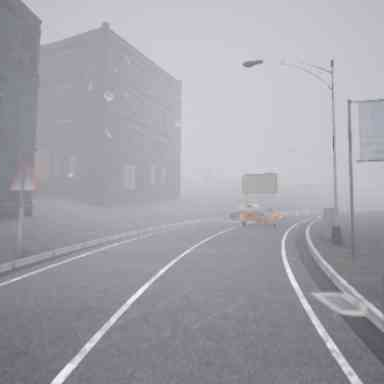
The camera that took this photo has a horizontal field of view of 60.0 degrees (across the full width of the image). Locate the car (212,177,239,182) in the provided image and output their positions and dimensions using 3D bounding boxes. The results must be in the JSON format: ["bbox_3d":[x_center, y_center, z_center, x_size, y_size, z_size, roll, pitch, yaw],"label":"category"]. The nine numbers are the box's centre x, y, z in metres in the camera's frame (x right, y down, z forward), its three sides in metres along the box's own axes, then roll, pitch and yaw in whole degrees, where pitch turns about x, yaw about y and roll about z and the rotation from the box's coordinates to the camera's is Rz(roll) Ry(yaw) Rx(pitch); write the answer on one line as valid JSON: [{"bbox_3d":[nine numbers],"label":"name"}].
[{"bbox_3d":[6.453,-2.309,69.205,4.892,1.521,2.231,2,-5,-21],"label":"car"}]

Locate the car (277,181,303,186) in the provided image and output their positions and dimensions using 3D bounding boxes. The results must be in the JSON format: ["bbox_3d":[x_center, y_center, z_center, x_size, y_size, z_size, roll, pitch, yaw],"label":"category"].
[{"bbox_3d":[21.863,-1.748,75.389,5.008,1.535,2.097,2,-5,-23],"label":"car"}]

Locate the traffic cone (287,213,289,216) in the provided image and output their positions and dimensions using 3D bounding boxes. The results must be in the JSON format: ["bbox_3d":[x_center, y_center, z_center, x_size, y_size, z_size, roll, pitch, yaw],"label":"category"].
[{"bbox_3d":[9.853,2.161,34.631,0.340,0.580,0.340,-2,-2,29],"label":"traffic cone"}]

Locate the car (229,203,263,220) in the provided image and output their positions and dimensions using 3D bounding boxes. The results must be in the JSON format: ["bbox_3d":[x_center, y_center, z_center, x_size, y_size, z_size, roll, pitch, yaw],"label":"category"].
[{"bbox_3d":[4.943,1.700,29.614,1.812,1.442,4.674,-2,-2,31],"label":"car"}]

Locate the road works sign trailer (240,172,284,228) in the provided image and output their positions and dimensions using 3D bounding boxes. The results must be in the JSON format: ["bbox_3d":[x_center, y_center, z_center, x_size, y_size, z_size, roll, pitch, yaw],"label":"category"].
[{"bbox_3d":[4.686,0.497,22.749,2.380,3.560,2.880,-1,-1,24],"label":"road works sign trailer"}]

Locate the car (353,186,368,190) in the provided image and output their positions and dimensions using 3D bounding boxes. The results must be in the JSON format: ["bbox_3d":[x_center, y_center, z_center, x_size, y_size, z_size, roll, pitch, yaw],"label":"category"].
[{"bbox_3d":[41.770,-0.845,85.145,4.892,1.521,2.231,3,-5,-28],"label":"car"}]

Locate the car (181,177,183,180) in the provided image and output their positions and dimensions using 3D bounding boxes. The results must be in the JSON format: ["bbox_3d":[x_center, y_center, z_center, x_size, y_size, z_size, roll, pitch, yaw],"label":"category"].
[{"bbox_3d":[-3.780,-2.737,65.354,4.553,1.767,2.185,2,-5,-21],"label":"car"}]

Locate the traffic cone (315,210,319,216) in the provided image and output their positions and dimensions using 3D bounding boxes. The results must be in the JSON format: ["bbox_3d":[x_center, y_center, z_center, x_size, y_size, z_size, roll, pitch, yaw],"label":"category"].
[{"bbox_3d":[12.468,2.047,33.178,0.340,0.580,0.340,-3,-2,29],"label":"traffic cone"}]

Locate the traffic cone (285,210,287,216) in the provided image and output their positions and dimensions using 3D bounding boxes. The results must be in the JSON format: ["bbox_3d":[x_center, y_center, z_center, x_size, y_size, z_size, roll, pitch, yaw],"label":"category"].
[{"bbox_3d":[8.881,2.131,32.884,0.340,0.580,0.340,-2,-2,29],"label":"traffic cone"}]

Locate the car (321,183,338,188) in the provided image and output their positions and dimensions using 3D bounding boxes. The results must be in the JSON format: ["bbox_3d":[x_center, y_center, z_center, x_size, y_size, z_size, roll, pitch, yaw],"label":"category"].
[{"bbox_3d":[32.057,-1.277,80.128,4.792,1.488,2.163,3,-5,-26],"label":"car"}]

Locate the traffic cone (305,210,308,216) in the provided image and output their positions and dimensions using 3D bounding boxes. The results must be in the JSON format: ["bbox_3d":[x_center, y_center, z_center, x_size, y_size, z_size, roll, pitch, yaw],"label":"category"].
[{"bbox_3d":[11.597,2.085,33.662,0.340,0.580,0.340,-3,-2,29],"label":"traffic cone"}]

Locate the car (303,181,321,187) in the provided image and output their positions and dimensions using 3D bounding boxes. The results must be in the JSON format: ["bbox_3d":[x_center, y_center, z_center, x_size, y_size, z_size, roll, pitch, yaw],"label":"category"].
[{"bbox_3d":[26.897,-1.661,77.667,4.553,1.767,2.185,2,-5,-24],"label":"car"}]

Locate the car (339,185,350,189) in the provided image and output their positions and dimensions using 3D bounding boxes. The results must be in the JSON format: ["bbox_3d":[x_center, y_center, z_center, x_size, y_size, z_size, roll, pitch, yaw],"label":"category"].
[{"bbox_3d":[36.984,-1.039,82.605,4.674,1.452,2.002,3,-5,-27],"label":"car"}]

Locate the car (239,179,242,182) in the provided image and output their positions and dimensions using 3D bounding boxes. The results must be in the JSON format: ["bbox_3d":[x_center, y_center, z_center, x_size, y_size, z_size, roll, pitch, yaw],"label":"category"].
[{"bbox_3d":[11.613,-2.143,71.160,4.892,1.521,2.231,2,-5,-21],"label":"car"}]
